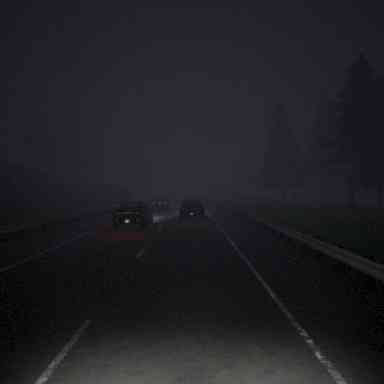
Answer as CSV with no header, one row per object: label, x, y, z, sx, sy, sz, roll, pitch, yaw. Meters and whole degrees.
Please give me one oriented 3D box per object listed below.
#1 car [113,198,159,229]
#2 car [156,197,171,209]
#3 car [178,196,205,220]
car,-3.485,1.330,20.198,2.128,1.511,4.902,0,0,0
car,-3.570,1.236,38.863,2.033,1.411,5.357,0,0,0
car,-0.009,1.287,25.328,2.128,1.511,4.902,0,0,0
